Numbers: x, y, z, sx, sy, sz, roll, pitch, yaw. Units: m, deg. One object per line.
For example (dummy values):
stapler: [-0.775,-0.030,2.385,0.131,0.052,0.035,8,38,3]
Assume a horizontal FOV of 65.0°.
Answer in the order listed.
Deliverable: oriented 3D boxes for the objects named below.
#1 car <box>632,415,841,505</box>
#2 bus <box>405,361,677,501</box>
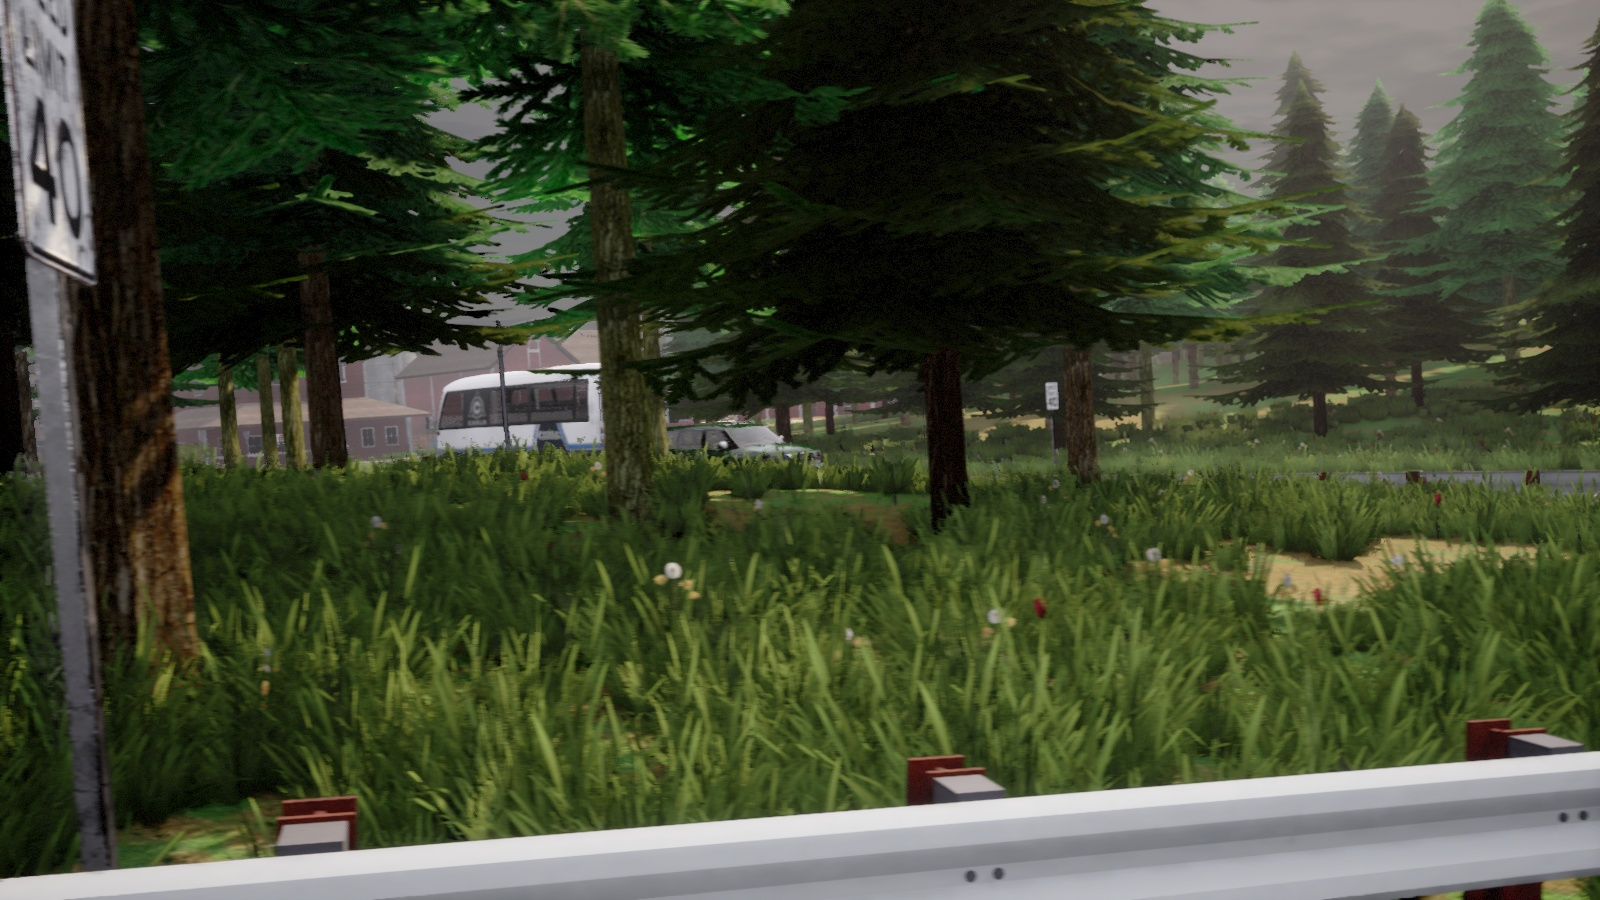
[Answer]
car: [-1.788,0.309,33.626,5.566,2.045,2.150,-3,3,42]
bus: [-9.550,-0.578,45.295,10.273,4.253,3.944,-3,3,42]
